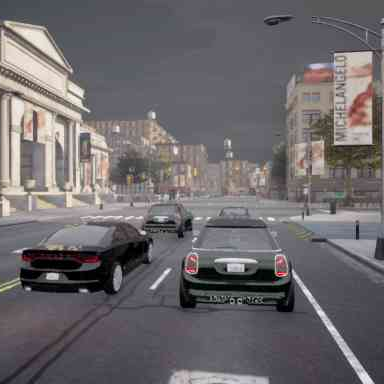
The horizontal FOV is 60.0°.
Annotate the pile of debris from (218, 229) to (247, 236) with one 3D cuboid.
[{"bbox_3d":[2.221,2.175,18.040,1.500,0.140,1.860,0,0,8],"label":"pile of debris"}]

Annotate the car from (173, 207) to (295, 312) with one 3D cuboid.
[{"bbox_3d":[1.023,1.352,7.956,2.097,1.767,4.553,0,0,7],"label":"car"}]

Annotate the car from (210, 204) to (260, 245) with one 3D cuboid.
[{"bbox_3d":[2.163,1.489,16.803,2.128,1.511,4.902,0,0,8],"label":"car"}]

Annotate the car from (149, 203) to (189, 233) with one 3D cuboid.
[{"bbox_3d":[-1.196,1.352,18.009,2.097,1.767,4.553,0,0,8],"label":"car"}]

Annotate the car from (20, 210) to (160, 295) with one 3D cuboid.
[{"bbox_3d":[-2.395,1.478,8.877,1.882,1.535,5.008,0,0,7],"label":"car"}]
